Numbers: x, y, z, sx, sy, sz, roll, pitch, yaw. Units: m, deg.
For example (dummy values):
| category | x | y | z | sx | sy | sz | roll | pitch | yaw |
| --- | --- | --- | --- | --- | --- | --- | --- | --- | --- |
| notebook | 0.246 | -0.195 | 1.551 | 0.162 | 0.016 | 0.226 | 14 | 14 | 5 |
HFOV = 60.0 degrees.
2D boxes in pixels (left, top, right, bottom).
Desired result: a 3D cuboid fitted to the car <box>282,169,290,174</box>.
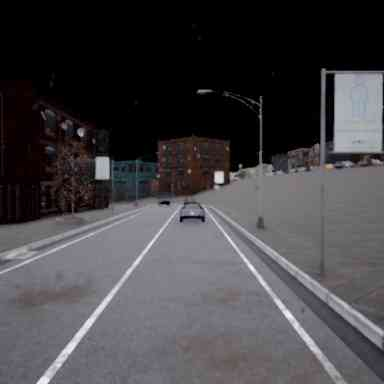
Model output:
| category | x | y | z | sx | sy | sz | roll | pitch | yaw |
| --- | --- | --- | --- | --- | --- | --- | --- | --- | --- |
| car | 21.726 | -4.185 | 71.819 | 2.231 | 1.521 | 4.892 | 0 | 1 | -1 |

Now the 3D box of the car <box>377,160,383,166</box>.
| category | x | y | z | sx | sy | sz | roll | pitch | yaw |
| --- | --- | --- | --- | --- | --- | --- | --- | --- | --- |
| car | 24.233 | -3.498 | 38.554 | 2.002 | 1.452 | 4.674 | 0 | 1 | -7 |

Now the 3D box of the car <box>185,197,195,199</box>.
| category | x | y | z | sx | sy | sz | roll | pitch | yaw |
| --- | --- | --- | --- | --- | --- | --- | --- | --- | --- |
| car | -0.356 | 1.566 | 53.714 | 1.837 | 1.490 | 4.892 | 0 | -1 | -5 |

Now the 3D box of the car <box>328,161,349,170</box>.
| category | x | y | z | sx | sy | sz | roll | pitch | yaw |
| --- | --- | --- | --- | --- | --- | --- | --- | --- | --- |
| car | 22.910 | -3.890 | 49.718 | 2.185 | 1.767 | 4.553 | 0 | 1 | -5 |

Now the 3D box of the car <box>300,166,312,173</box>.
| category | x | y | z | sx | sy | sz | roll | pitch | yaw |
| --- | --- | --- | --- | --- | --- | --- | --- | --- | --- |
| car | 22.089 | -3.949 | 60.760 | 2.002 | 1.452 | 4.674 | 0 | 1 | -3 |

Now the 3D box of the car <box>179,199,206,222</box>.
| category | x | y | z | sx | sy | sz | roll | pitch | yaw |
| --- | --- | --- | --- | --- | --- | --- | --- | --- | --- |
| car | 0.042 | 1.506 | 26.128 | 1.994 | 1.385 | 4.181 | 0 | 0 | 0 |

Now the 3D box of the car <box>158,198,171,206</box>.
| category | x | y | z | sx | sy | sz | roll | pitch | yaw |
| --- | --- | --- | --- | --- | --- | --- | --- | --- | --- |
| car | -4.929 | 1.776 | 59.104 | 1.895 | 1.301 | 4.718 | 0 | -1 | -11 |

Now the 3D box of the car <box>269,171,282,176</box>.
| category | x | y | z | sx | sy | sz | roll | pitch | yaw |
| --- | --- | --- | --- | --- | --- | --- | --- | --- | --- |
| car | 21.487 | -4.463 | 82.755 | 2.185 | 1.767 | 4.553 | 0 | 1 | -1 |

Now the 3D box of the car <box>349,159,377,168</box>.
| category | x | y | z | sx | sy | sz | roll | pitch | yaw |
| --- | --- | --- | --- | --- | --- | --- | --- | --- | --- |
| car | 23.531 | -3.620 | 44.027 | 2.163 | 1.488 | 4.792 | 0 | 1 | -6 |

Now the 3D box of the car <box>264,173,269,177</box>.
| category | x | y | z | sx | sy | sz | roll | pitch | yaw |
| --- | --- | --- | --- | --- | --- | --- | --- | --- | --- |
| car | 21.367 | -4.372 | 88.249 | 2.002 | 1.452 | 4.674 | 0 | 1 | -1 |

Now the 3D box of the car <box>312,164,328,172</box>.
| category | x | y | z | sx | sy | sz | roll | pitch | yaw |
| --- | --- | --- | --- | --- | --- | --- | --- | --- | --- |
| car | 22.441 | -3.877 | 55.223 | 2.097 | 1.535 | 5.008 | 0 | 1 | -4 |

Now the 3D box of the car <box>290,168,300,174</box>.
| category | x | y | z | sx | sy | sz | roll | pitch | yaw |
| --- | --- | --- | --- | --- | --- | --- | --- | --- | --- |
| car | 21.855 | -4.096 | 66.302 | 2.231 | 1.521 | 4.892 | 0 | 1 | -1 |
